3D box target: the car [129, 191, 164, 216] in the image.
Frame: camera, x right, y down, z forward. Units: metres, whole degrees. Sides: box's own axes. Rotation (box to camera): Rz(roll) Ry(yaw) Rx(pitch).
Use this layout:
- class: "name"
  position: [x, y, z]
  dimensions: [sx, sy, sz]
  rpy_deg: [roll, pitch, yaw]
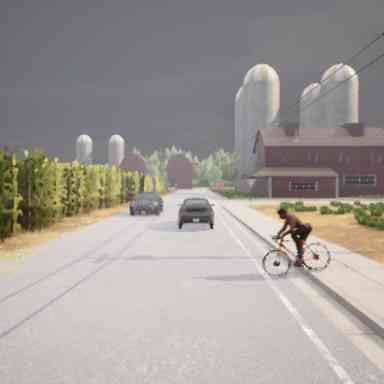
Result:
- class: "car"
  position: [-3.328, 0.784, 25.079]
  dimensions: [2.097, 1.767, 4.553]
  rpy_deg: [0, 1, 0]

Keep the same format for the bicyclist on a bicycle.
- class: "bicyclist on a bicycle"
  position: [2.435, 1.181, 7.974]
  dimensions: [1.656, 1.620, 0.582]
  rpy_deg: [-9, 1, 1]

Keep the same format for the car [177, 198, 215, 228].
- class: "car"
  position: [0.224, 1.076, 18.612]
  dimensions: [1.837, 1.490, 4.892]
  rpy_deg: [0, 1, 0]
